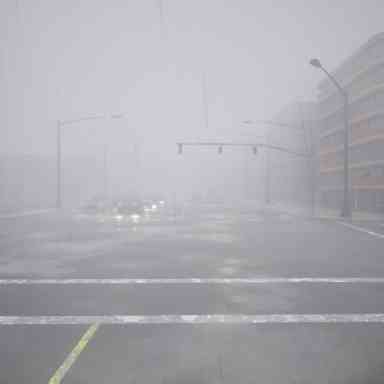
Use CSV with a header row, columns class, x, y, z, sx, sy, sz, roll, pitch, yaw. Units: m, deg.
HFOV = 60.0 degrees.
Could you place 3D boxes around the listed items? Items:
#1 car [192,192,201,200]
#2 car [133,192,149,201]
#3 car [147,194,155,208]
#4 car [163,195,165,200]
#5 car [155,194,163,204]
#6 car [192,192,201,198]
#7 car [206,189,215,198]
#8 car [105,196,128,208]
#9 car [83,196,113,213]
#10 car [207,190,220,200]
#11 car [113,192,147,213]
class,x,y,z,sx,sy,sz,roll,pitch,yaw
car,0.885,0.959,65.759,1.895,1.301,4.718,0,1,0
car,-9.674,0.896,63.169,2.128,1.511,4.902,0,1,1
car,-6.289,1.277,43.369,1.812,1.442,4.674,0,1,0
car,-6.180,1.012,62.779,1.895,1.301,4.718,0,1,1
car,-6.253,1.080,52.650,2.128,1.511,4.902,0,1,0
car,0.919,0.649,75.735,2.033,1.411,5.357,0,1,0
car,4.421,0.425,75.886,2.150,2.045,5.566,0,1,0
car,-9.789,1.314,43.473,1.994,1.385,4.181,0,1,0
car,-9.818,1.225,34.831,2.097,1.767,4.553,0,1,0
car,4.487,0.919,65.903,1.994,1.385,4.181,0,1,0
car,-6.320,1.226,34.486,2.097,1.767,4.553,0,1,0
